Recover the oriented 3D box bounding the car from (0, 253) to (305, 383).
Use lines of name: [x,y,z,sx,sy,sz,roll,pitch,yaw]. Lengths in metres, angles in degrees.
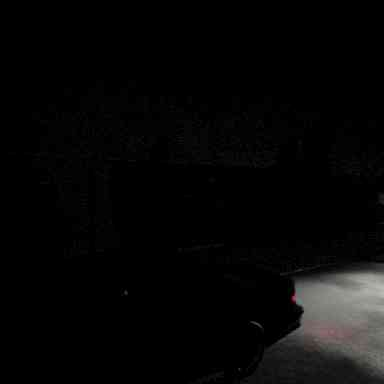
car: [-0.935,1.523,3.945,5.357,1.411,2.033,0,0,-35]
